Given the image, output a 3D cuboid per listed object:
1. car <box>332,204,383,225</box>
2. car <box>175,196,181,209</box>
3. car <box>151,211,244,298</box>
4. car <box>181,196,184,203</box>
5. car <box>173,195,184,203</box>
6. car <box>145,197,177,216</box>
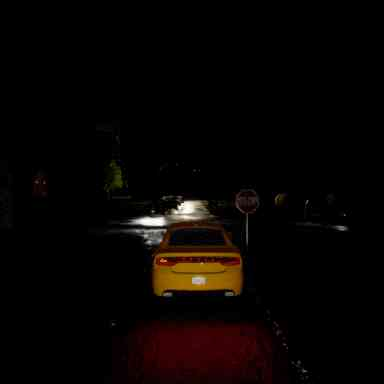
[{"bbox_3d":[12.998,1.634,24.599,5.008,1.535,1.882,1,-1,0],"label":"car"},{"bbox_3d":[-2.784,1.525,43.281,1.812,1.442,4.674,0,0,0],"label":"car"},{"bbox_3d":[0.077,1.479,8.603,1.882,1.535,5.008,0,0,-1],"label":"car"},{"bbox_3d":[-2.742,1.522,55.910,1.812,1.442,4.674,0,0,0],"label":"car"},{"bbox_3d":[-2.684,1.471,67.156,1.882,1.535,5.008,0,0,0],"label":"car"},{"bbox_3d":[-3.191,1.493,32.161,2.128,1.511,4.902,0,0,7],"label":"car"}]
